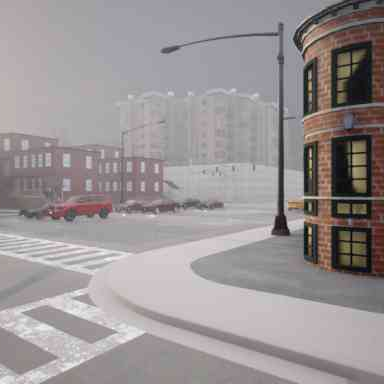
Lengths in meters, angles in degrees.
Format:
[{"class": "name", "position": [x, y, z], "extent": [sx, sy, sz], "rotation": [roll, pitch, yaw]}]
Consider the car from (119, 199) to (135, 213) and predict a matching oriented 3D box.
[{"class": "car", "position": [-6.483, 1.526, 37.227], "extent": [1.812, 1.442, 4.674], "rotation": [0, 0, 35]}]

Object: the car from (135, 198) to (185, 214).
[{"class": "car", "position": [-3.337, 1.478, 35.624], "extent": [1.882, 1.535, 5.008], "rotation": [0, 0, 36]}]

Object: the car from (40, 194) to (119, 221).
[{"class": "car", "position": [-9.131, 1.221, 27.524], "extent": [2.150, 2.045, 5.566], "rotation": [0, 0, 36]}]

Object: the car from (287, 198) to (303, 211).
[{"class": "car", "position": [13.160, 1.478, 40.312], "extent": [1.882, 1.535, 5.008], "rotation": [0, 0, 36]}]

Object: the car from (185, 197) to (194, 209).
[{"class": "car", "position": [-0.706, 1.492, 45.289], "extent": [2.128, 1.511, 4.902], "rotation": [0, 0, 36]}]

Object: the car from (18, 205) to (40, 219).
[{"class": "car", "position": [-12.212, 1.547, 29.235], "extent": [2.033, 1.411, 5.357], "rotation": [0, 0, 36]}]

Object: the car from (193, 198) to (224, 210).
[{"class": "car", "position": [2.514, 1.564, 43.776], "extent": [1.994, 1.385, 4.181], "rotation": [0, 0, 35]}]
